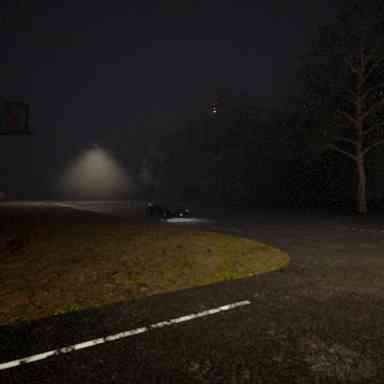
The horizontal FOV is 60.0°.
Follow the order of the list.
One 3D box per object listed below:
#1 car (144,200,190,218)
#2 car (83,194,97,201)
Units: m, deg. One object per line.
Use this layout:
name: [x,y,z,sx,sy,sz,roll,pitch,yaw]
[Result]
car: [-2.343,1.438,29.123,2.033,1.411,5.357,0,0,-34]
car: [-21.432,1.157,69.657,1.812,1.442,4.674,0,0,-34]
